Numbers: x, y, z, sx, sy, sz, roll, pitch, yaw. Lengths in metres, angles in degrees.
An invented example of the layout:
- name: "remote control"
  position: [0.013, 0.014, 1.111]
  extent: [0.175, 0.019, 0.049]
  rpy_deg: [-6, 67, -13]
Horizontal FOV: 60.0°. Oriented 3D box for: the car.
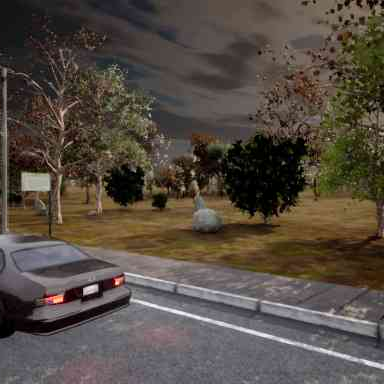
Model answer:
- name: "car"
  position: [-3.596, 1.547, 6.571]
  extent: [5.357, 1.411, 2.033]
  rpy_deg: [0, 0, 36]
